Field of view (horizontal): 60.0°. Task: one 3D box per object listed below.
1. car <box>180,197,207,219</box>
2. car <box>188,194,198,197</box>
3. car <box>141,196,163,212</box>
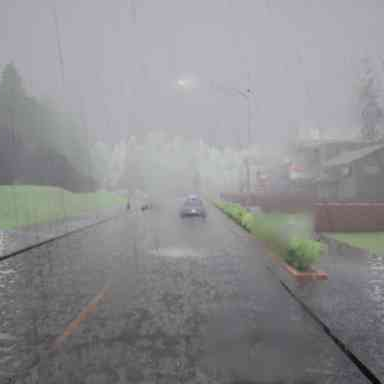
[{"bbox_3d":[0.114,1.320,25.990,1.994,1.385,4.181,0,1,0],"label":"car"},{"bbox_3d":[0.134,1.081,47.508,1.812,1.442,4.674,0,1,0],"label":"car"},{"bbox_3d":[-4.065,1.185,34.356,1.837,1.490,4.892,0,0,0],"label":"car"}]
